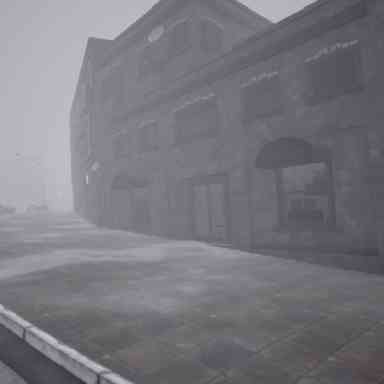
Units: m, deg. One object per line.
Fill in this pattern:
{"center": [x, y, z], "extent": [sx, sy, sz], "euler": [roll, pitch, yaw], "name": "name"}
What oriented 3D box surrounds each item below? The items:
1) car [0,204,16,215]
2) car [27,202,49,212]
{"center": [-23.213, 2.148, 40.301], "extent": [1.895, 1.301, 4.718], "euler": [-3, -1, -4], "name": "car"}
{"center": [-23.988, 2.274, 51.732], "extent": [1.812, 1.442, 4.674], "euler": [-3, -1, -2], "name": "car"}
